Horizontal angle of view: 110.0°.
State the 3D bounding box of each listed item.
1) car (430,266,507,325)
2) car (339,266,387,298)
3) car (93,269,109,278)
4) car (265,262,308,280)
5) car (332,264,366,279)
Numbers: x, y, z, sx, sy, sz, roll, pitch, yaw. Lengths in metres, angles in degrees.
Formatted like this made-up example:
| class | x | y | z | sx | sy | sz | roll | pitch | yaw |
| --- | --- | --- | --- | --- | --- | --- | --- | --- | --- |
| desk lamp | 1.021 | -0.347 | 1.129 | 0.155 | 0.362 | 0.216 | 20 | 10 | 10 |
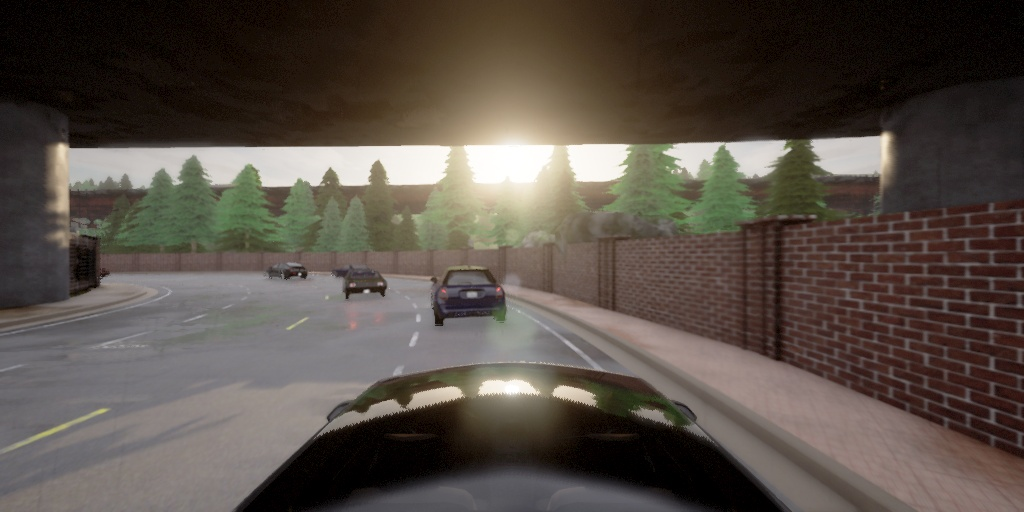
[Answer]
| class | x | y | z | sx | sy | sz | roll | pitch | yaw |
| --- | --- | --- | --- | --- | --- | --- | --- | --- | --- |
| car | -1.630 | 1.104 | 12.112 | 2.097 | 1.767 | 4.553 | 0 | 0 | -14 |
| car | -7.845 | 1.376 | 18.840 | 1.895 | 1.301 | 4.718 | 0 | 0 | -27 |
| car | -41.648 | 1.512 | 34.321 | 4.718 | 1.301 | 1.895 | 0 | 0 | 3 |
| car | -20.270 | 1.326 | 32.180 | 4.892 | 1.490 | 1.837 | 0 | -1 | 33 |
| car | -14.254 | 1.396 | 32.143 | 4.718 | 1.301 | 1.895 | 0 | 0 | 40 |
